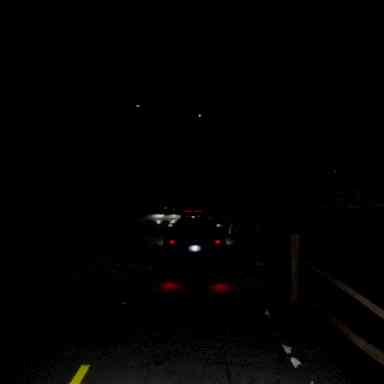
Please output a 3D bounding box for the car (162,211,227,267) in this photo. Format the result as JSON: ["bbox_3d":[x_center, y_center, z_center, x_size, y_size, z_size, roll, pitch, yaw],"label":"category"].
[{"bbox_3d":[0.087,1.575,11.466,1.994,1.385,4.181,0,0,0],"label":"car"}]

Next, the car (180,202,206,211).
[{"bbox_3d":[0.087,1.584,26.522,1.837,1.490,4.892,0,0,0],"label":"car"}]

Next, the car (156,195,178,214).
[{"bbox_3d":[-2.846,1.398,38.198,2.150,2.045,5.566,0,-1,0],"label":"car"}]
